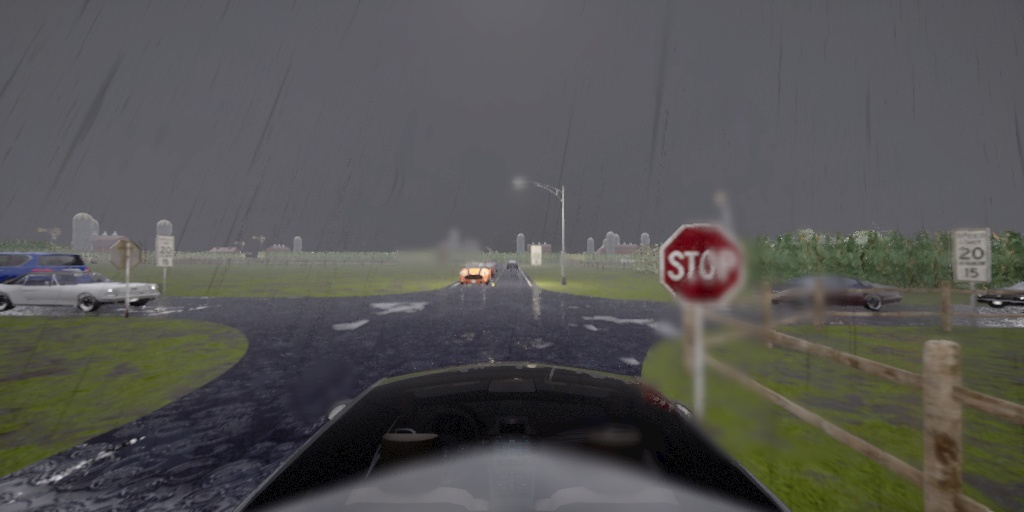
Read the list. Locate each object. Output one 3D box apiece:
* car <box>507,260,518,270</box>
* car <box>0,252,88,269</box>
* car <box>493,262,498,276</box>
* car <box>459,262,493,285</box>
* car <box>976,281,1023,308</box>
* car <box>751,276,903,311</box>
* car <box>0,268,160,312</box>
[{"bbox_3d":[0.088,1.498,60.277,1.882,1.535,5.008,0,0,0],"label":"car"},{"bbox_3d":[-22.168,0.840,15.825,5.566,2.045,2.150,1,-1,0],"label":"car"},{"bbox_3d":[-2.844,1.412,39.492,1.882,1.535,5.008,0,0,0],"label":"car"},{"bbox_3d":[-2.781,1.231,27.548,2.097,1.767,4.553,0,0,-2],"label":"car"},{"bbox_3d":[23.816,1.683,15.630,5.357,1.411,2.033,1,-1,0],"label":"car"},{"bbox_3d":[13.642,1.564,15.682,5.357,1.411,2.033,1,-1,1],"label":"car"},{"bbox_3d":[-15.671,1.231,12.816,4.718,1.301,1.895,1,-1,0],"label":"car"}]
